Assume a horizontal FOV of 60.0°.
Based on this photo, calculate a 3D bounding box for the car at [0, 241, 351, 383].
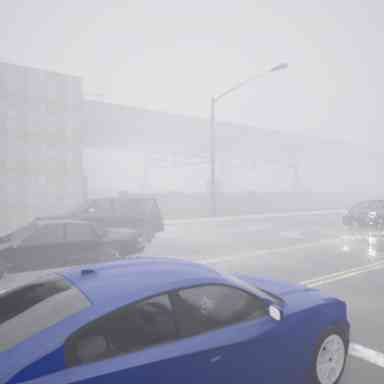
[{"bbox_3d":[-0.283,1.471,3.545,5.008,1.535,1.882,0,0,-36],"label":"car"}]

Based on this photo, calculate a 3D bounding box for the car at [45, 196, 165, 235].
[{"bbox_3d":[-3.830,1.203,14.172,5.566,2.045,2.150,0,0,-35],"label":"car"}]

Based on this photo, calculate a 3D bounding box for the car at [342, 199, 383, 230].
[{"bbox_3d":[11.330,1.276,20.676,4.553,1.767,2.097,0,0,-36],"label":"car"}]

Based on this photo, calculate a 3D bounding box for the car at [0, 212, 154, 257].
[{"bbox_3d":[-4.038,1.539,9.710,5.357,1.411,2.033,0,0,-36],"label":"car"}]

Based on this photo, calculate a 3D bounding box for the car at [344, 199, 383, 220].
[{"bbox_3d":[14.804,1.377,27.454,5.008,1.535,1.882,0,0,-36],"label":"car"}]
